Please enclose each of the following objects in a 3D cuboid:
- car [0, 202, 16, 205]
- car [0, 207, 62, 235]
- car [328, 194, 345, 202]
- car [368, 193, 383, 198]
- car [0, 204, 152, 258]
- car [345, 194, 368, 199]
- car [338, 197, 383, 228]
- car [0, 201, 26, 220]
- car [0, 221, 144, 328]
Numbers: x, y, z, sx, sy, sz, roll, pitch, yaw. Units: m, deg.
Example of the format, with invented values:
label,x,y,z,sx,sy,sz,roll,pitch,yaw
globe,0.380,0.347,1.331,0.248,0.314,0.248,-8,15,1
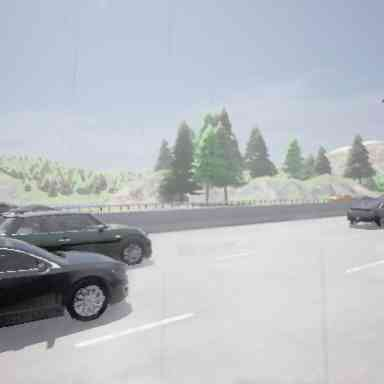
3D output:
label,x,y,z,sx,sy,sz,roll,pitch,yaw
car,-10.714,1.526,22.164,4.181,1.385,1.994,-1,0,-36
car,-9.898,1.576,18.440,4.718,1.301,1.895,-1,0,-36
car,24.252,1.048,53.874,5.008,1.535,1.882,0,0,-25
car,28.306,0.927,48.067,4.553,1.767,2.097,-1,0,-24
car,-3.480,1.328,9.877,4.553,1.767,2.097,-1,0,-35
car,26.048,1.138,50.859,4.181,1.385,1.994,0,0,-25
car,11.611,1.312,20.725,4.902,1.511,2.128,-1,0,-36
car,-16.152,1.500,26.876,4.674,1.442,1.812,-1,0,-36
car,-3.483,1.502,5.562,4.892,1.490,1.837,-1,0,-36
